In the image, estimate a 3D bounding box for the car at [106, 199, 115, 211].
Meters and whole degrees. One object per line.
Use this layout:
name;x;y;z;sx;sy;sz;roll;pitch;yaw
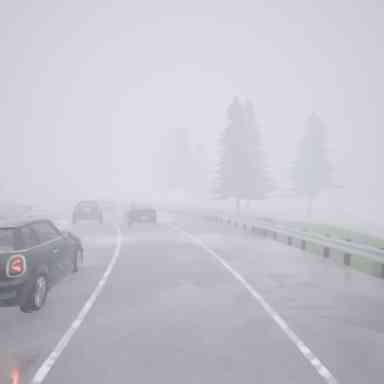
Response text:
car;-10.661;1.555;40.078;2.163;1.488;4.792;0;0;-29

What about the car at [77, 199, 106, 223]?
car;-8.128;1.391;25.785;2.097;1.767;4.553;0;0;-18

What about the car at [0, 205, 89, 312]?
car;-4.067;1.372;7.823;2.097;1.767;4.553;0;0;-6

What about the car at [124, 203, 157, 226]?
car;-3.767;1.495;23.786;1.882;1.535;5.008;0;0;-16
